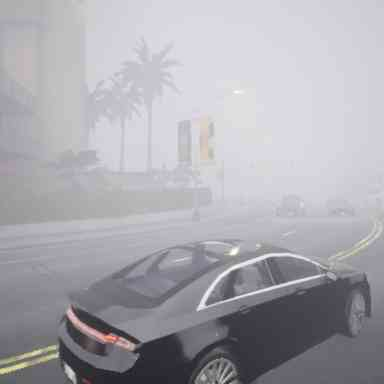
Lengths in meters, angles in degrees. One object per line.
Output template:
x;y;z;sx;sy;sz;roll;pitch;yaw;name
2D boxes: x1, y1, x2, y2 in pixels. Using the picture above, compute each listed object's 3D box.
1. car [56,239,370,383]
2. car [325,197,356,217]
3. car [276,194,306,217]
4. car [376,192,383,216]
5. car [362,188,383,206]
0.720;1.435;4.666;4.902;1.511;2.128;-1;1;-39;car
11.571;1.109;26.218;2.033;1.411;5.357;-1;1;18;car
7.973;0.961;26.626;2.097;1.767;4.553;-1;1;19;car
14.071;1.040;22.633;1.882;1.535;5.008;0;1;23;car
20.683;0.547;36.319;2.150;2.045;5.566;-1;1;4;car
